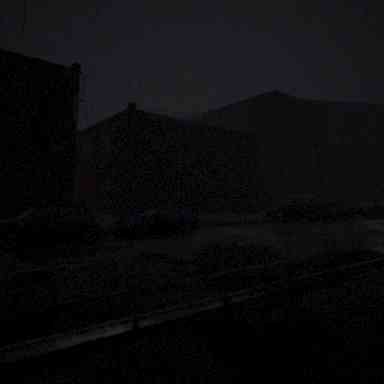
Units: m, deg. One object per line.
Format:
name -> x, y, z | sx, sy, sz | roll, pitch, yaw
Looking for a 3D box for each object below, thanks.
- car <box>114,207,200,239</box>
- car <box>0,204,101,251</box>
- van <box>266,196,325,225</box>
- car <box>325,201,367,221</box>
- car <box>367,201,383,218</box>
car -> -1.741, 1.503, 17.394 | 4.674, 1.452, 2.002 | 0, 0, -36
car -> -6.310, 1.334, 14.119 | 4.553, 1.767, 2.185 | 0, 0, -36
van -> 7.146, 1.245, 23.759 | 4.442, 1.987, 1.878 | 0, 0, -36
car -> 11.707, 1.504, 27.028 | 4.792, 1.488, 2.163 | 0, 0, -36
car -> 16.165, 1.519, 30.243 | 4.674, 1.452, 2.002 | 0, -2, -36
